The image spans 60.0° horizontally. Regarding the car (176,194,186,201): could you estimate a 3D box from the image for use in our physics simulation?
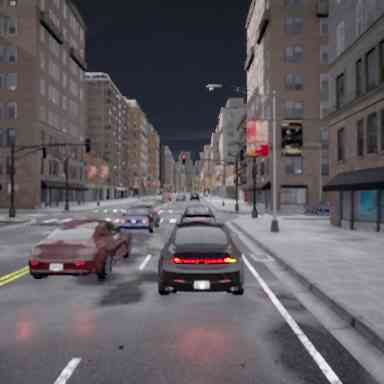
[{"bbox_3d":[-2.604,1.437,75.884,1.994,1.385,4.181,0,0,0],"label":"car"}]

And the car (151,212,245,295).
[{"bbox_3d":[0.208,1.499,8.687,1.837,1.490,4.892,0,0,0],"label":"car"}]

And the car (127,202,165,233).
[{"bbox_3d":[-2.954,1.532,19.391,2.033,1.411,5.357,0,0,0],"label":"car"}]

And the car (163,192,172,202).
[{"bbox_3d":[-5.853,1.113,75.947,2.150,2.045,5.566,0,0,0],"label":"car"}]

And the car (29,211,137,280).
[{"bbox_3d":[-3.024,1.520,9.773,1.812,1.442,4.674,0,0,1],"label":"car"}]

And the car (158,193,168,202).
[{"bbox_3d":[-6.039,1.447,60.597,1.812,1.442,4.674,0,0,1],"label":"car"}]

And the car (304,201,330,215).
[{"bbox_3d":[13.675,1.584,33.332,4.674,1.442,1.812,0,-1,0],"label":"car"}]

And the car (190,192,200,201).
[{"bbox_3d":[0.642,1.110,75.470,2.150,2.045,5.566,0,0,0],"label":"car"}]

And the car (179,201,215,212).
[{"bbox_3d":[0.295,1.477,18.083,2.128,1.511,4.902,0,0,-1],"label":"car"}]

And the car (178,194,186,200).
[{"bbox_3d":[-2.525,1.182,85.886,1.882,1.535,5.008,0,0,0],"label":"car"}]

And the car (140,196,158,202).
[{"bbox_3d":[-6.189,1.548,45.635,1.895,1.301,4.718,0,0,1],"label":"car"}]
